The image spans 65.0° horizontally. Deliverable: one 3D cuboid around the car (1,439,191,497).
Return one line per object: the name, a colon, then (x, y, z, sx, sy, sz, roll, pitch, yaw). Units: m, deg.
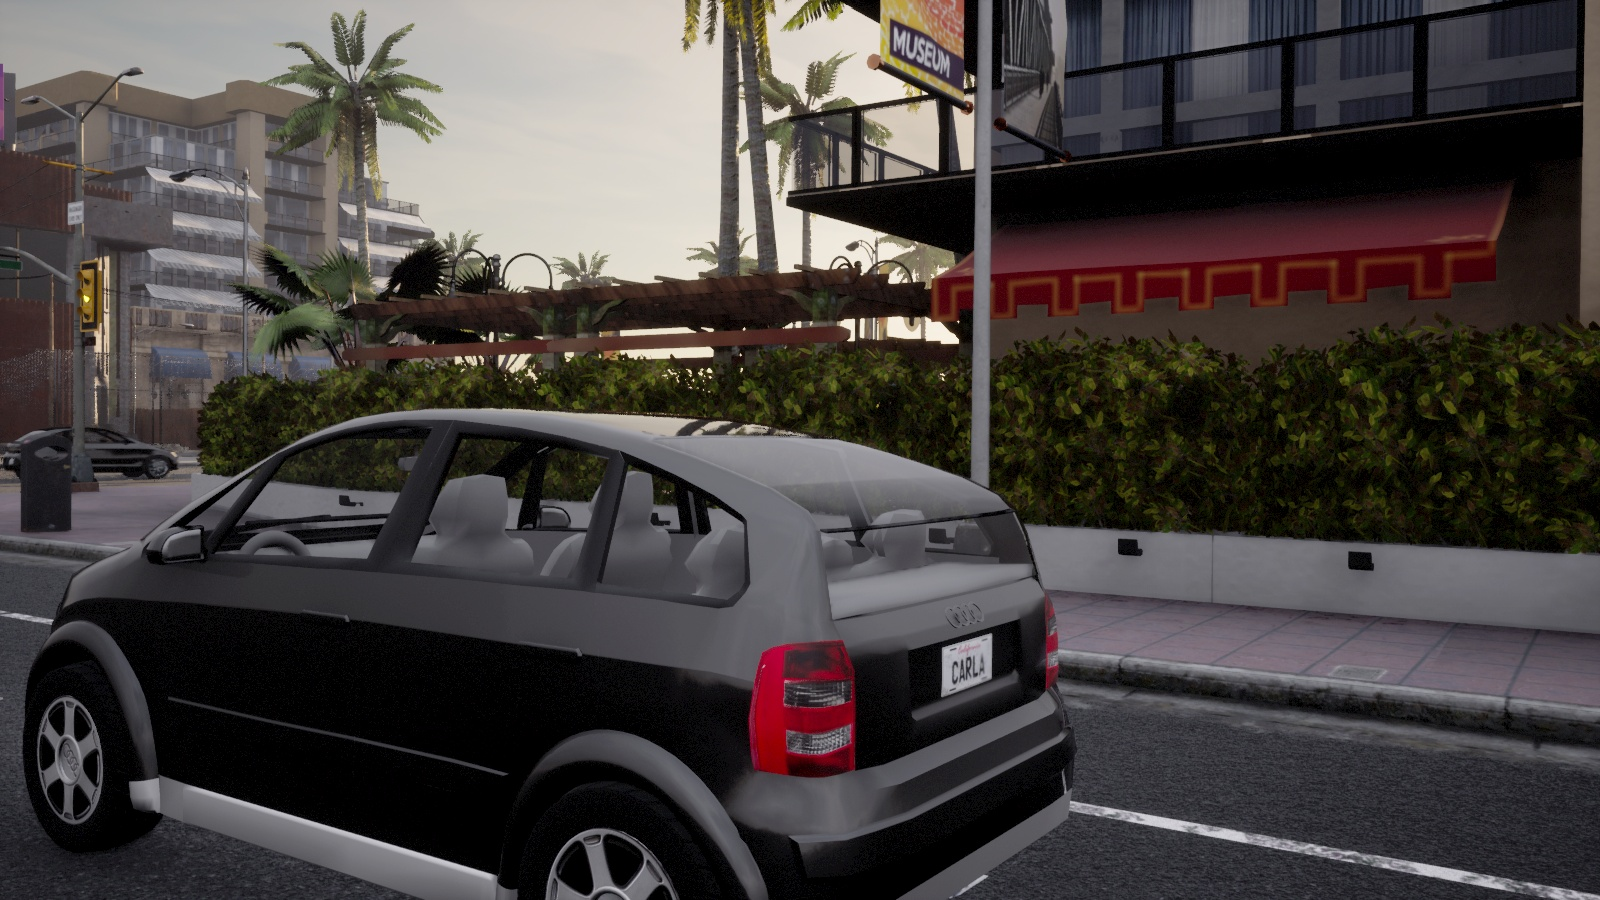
car: (-19.450, 0.446, 34.836, 1.816, 1.474, 4.193, 0, 1, 39)

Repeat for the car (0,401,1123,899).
car: (-1.011, 0.661, 4.288, 3.705, 1.549, 1.789, 0, 1, 34)
